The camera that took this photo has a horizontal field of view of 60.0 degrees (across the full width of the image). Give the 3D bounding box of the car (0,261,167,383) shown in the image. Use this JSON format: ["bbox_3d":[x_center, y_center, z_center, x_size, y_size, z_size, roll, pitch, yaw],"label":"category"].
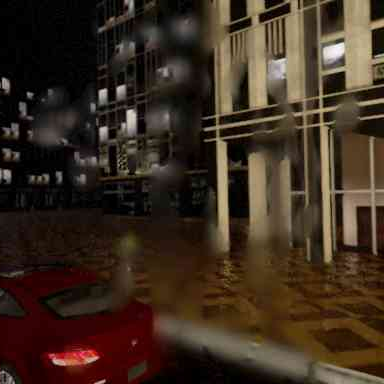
[{"bbox_3d":[-2.224,1.618,4.473,4.206,1.307,1.802,-1,-1,35],"label":"car"}]
